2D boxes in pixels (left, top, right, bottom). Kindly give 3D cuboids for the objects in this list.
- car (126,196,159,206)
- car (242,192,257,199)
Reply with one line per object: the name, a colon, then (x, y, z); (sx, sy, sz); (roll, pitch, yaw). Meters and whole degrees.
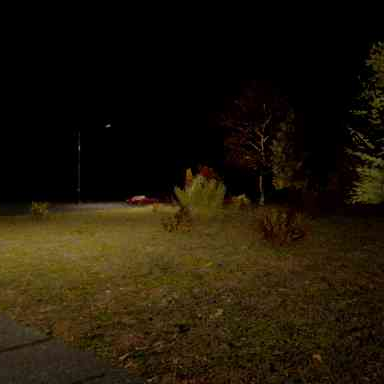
car: (-6.826, 1.215, 46.593); (1.895, 1.301, 4.718); (2, 2, 40)
car: (11.628, 0.816, 68.707); (2.128, 1.511, 4.902); (2, 2, 38)
